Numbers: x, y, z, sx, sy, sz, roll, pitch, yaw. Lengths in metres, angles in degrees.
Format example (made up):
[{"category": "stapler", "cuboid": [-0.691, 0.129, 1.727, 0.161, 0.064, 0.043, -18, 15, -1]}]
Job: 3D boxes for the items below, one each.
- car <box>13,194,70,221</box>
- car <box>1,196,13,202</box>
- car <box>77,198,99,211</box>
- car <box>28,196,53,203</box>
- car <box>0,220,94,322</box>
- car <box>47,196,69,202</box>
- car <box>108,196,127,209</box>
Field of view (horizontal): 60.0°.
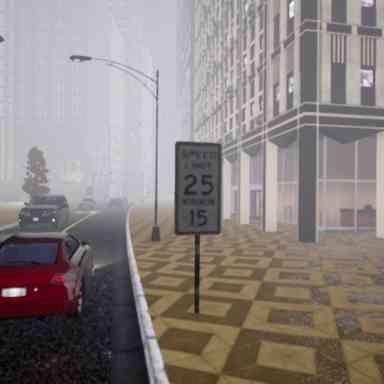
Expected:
[{"category": "car", "cuboid": [-9.437, 1.175, 21.703, 2.150, 2.045, 5.566, 1, 0, -11]}, {"category": "car", "cuboid": [-42.649, 1.720, 78.358, 4.313, 1.339, 1.947, 0, 1, 2]}, {"category": "car", "cuboid": [-12.686, 1.475, 40.728, 1.812, 1.442, 4.674, 1, 0, -9]}, {"category": "car", "cuboid": [-31.706, 1.577, 69.579, 4.403, 1.369, 2.008, 0, 1, 2]}, {"category": "car", "cuboid": [-3.257, 1.559, 7.232, 1.994, 1.385, 4.181, 1, 0, -13]}, {"category": "car", "cuboid": [-31.405, 1.625, 77.953, 4.403, 1.369, 2.008, 0, 1, 2]}, {"category": "car", "cuboid": [-10.072, 1.484, 44.350, 1.837, 1.490, 4.892, 1, 0, -8]}]
